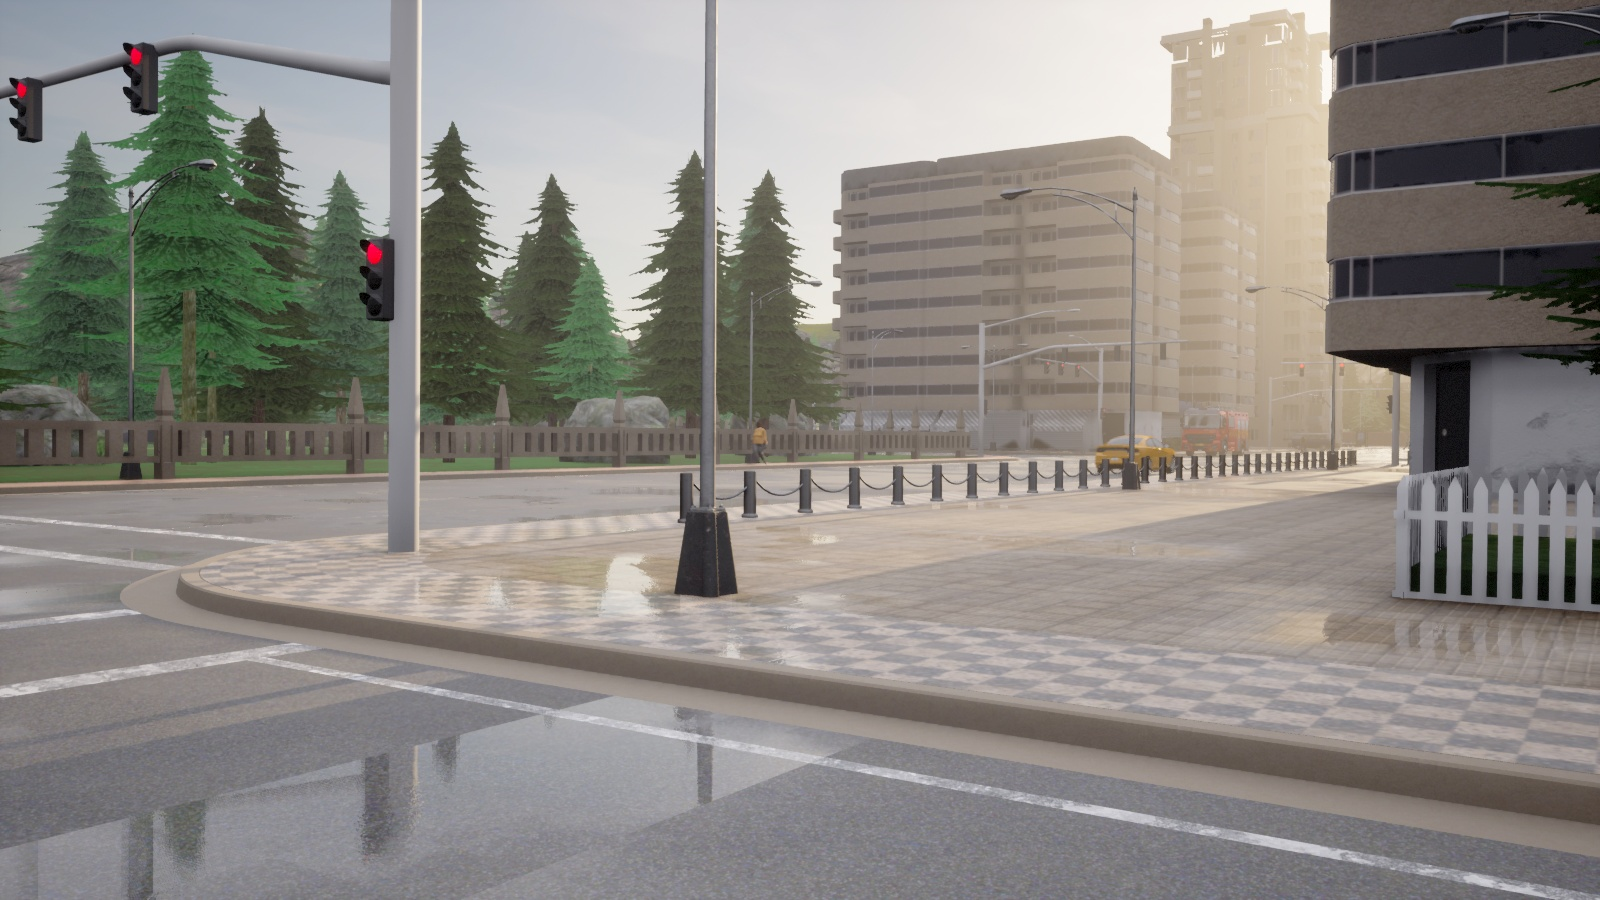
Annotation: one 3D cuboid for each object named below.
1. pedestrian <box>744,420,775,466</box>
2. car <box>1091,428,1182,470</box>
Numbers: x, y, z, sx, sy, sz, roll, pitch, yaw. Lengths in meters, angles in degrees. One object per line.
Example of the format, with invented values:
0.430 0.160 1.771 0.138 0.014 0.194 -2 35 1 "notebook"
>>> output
-1.664 -0.297 51.392 0.874 1.855 0.900 0 1 33 "pedestrian"
13.012 -0.070 48.403 1.882 1.535 5.008 0 1 34 "car"
